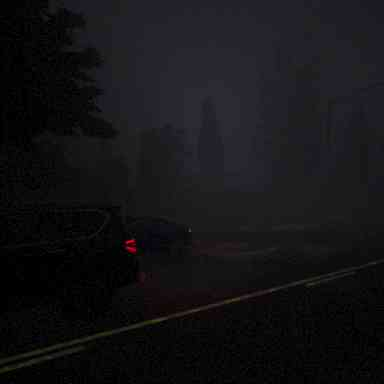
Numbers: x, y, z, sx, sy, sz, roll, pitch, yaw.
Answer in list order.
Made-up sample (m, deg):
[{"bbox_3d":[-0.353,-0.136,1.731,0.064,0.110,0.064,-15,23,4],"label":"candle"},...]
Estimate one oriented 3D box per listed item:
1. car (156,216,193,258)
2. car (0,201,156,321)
[{"bbox_3d":[-2.116,1.492,11.084,4.674,1.442,1.812,-1,0,-36],"label":"car"},{"bbox_3d":[-3.634,1.220,5.701,5.566,2.045,2.150,-1,0,-36],"label":"car"}]
